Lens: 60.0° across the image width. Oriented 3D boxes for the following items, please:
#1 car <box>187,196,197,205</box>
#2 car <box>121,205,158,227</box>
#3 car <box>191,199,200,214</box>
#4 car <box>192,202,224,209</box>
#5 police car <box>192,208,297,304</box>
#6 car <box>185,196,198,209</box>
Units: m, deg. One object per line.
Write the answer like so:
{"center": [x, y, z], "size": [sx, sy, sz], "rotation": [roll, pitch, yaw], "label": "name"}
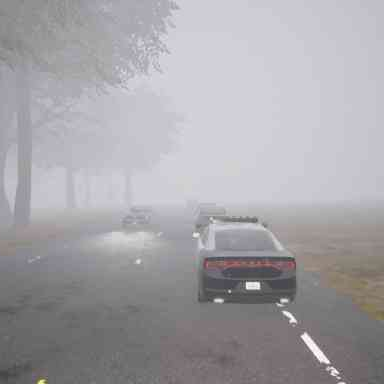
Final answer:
{"center": [0.047, 1.577, 63.642], "size": [1.882, 1.535, 5.008], "rotation": [0, 0, 0], "label": "car"}
{"center": [-3.482, 1.602, 22.538], "size": [1.895, 1.301, 4.718], "rotation": [0, 0, 0], "label": "car"}
{"center": [1.069, 1.508, 24.245], "size": [1.837, 1.490, 4.892], "rotation": [0, 0, 0], "label": "car"}
{"center": [1.065, 1.505, 18.243], "size": [1.837, 1.490, 4.892], "rotation": [0, 0, 0], "label": "car"}
{"center": [1.058, 1.423, 8.350], "size": [1.930, 1.638, 5.238], "rotation": [0, 0, 0], "label": "police car"}
{"center": [0.060, 1.579, 45.911], "size": [2.033, 1.411, 5.357], "rotation": [0, 0, 0], "label": "car"}
